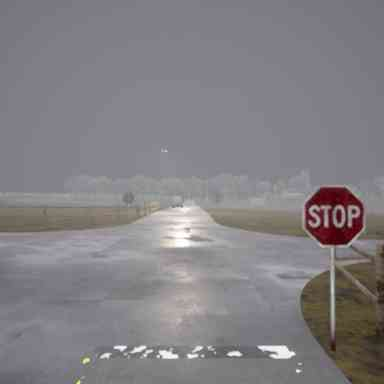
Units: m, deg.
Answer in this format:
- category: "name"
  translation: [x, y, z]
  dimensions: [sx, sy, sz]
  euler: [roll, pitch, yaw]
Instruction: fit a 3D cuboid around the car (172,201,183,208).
- category: "car"
  translation: [-2.795, 2.495, 65.448]
  dimensions: [1.994, 1.385, 4.181]
  euler: [0, -2, 0]
